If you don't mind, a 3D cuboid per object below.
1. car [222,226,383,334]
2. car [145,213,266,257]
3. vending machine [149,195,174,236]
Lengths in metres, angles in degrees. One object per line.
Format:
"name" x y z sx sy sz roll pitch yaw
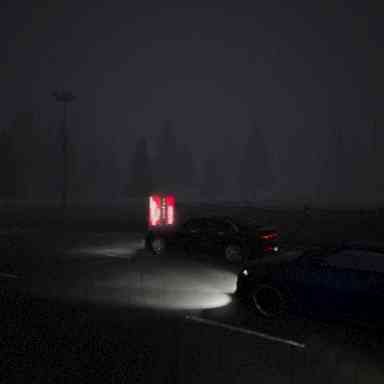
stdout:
"car" 2.914 1.564 5.976 4.181 1.385 1.994 0 0 34
"car" 0.562 1.506 11.627 4.892 1.490 1.837 0 0 32
"vending machine" -1.610 1.195 17.772 0.880 2.100 1.100 0 0 29
